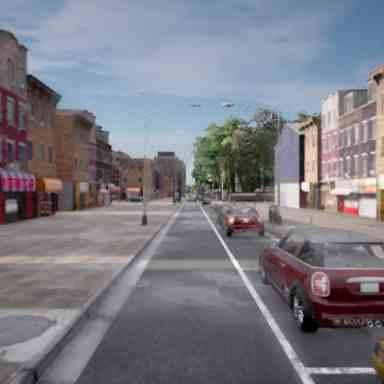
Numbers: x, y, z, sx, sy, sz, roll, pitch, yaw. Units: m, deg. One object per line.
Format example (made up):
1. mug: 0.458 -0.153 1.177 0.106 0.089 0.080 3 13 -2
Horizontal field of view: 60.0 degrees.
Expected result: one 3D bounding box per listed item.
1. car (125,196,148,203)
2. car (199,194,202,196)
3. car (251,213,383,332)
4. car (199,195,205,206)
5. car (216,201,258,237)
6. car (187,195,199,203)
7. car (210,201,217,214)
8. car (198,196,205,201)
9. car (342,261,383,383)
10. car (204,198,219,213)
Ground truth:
1. car: -12.012 1.608 72.526 4.902 1.511 2.128 0 1 0
2. car: 2.617 1.794 89.966 2.008 1.369 4.403 -1 0 0
3. car: 2.628 1.437 6.854 1.967 1.590 4.097 -1 0 0
4. car: 2.622 1.642 57.452 1.947 1.339 4.313 -1 0 0
5. car: 2.627 1.437 18.099 1.967 1.590 4.097 -1 0 0
6. car: -0.007 1.649 73.984 1.994 1.385 4.181 0 0 0
7. car: 2.627 1.552 23.720 2.008 1.369 4.403 -1 0 0
8. car: 2.616 1.807 95.585 1.752 1.417 4.829 -1 0 0
9. car: 2.630 1.525 1.401 1.752 1.417 4.829 -1 0 0
10. car: 2.625 1.566 34.965 2.008 1.369 4.403 -1 0 0
